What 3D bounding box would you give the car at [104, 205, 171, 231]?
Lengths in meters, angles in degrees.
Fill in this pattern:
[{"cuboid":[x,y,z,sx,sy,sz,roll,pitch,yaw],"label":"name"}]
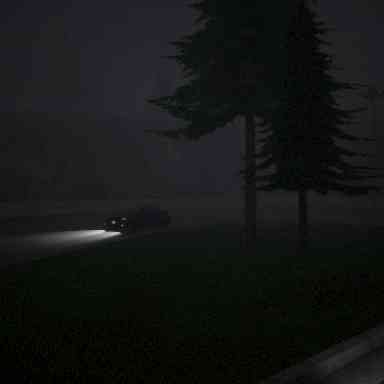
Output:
[{"cuboid":[-3.145,1.468,19.888,1.994,1.385,4.181,0,0,37],"label":"car"}]
